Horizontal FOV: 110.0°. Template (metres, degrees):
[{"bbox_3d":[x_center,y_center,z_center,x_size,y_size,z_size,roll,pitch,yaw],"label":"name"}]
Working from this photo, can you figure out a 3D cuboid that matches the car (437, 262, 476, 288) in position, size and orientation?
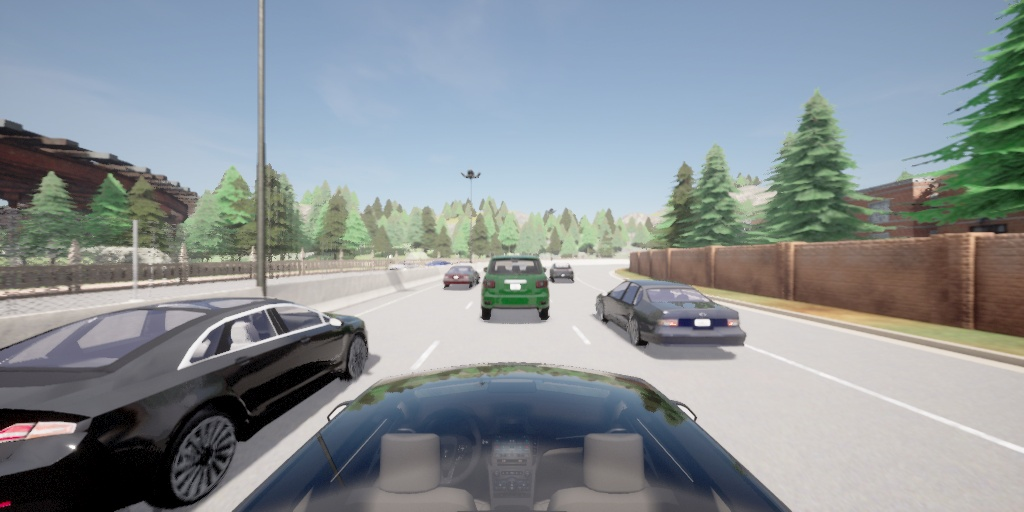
[{"bbox_3d":[-3.289,1.333,24.196,2.033,1.411,5.357,0,0,2],"label":"car"}]

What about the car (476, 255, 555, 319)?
[{"bbox_3d":[0.103,0.989,13.112,2.150,2.045,5.566,0,0,0],"label":"car"}]

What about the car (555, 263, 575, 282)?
[{"bbox_3d":[4.112,1.285,29.706,2.128,1.511,4.902,0,0,5],"label":"car"}]

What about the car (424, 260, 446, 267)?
[{"bbox_3d":[-10.244,1.302,49.302,1.882,1.535,5.008,0,0,16],"label":"car"}]

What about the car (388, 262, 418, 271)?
[{"bbox_3d":[-14.343,1.423,47.476,1.895,1.301,4.718,0,0,14],"label":"car"}]

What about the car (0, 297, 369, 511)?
[{"bbox_3d":[-3.405,1.246,4.338,2.128,1.511,4.902,0,0,0],"label":"car"}]

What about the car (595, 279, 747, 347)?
[{"bbox_3d":[3.602,1.309,9.295,2.033,1.411,5.357,0,0,0],"label":"car"}]
